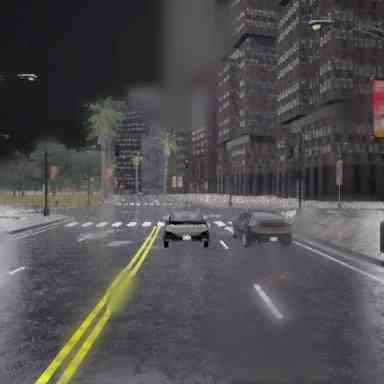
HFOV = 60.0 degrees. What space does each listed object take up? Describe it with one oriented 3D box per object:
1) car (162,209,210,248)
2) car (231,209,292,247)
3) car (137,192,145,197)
[{"bbox_3d":[-0.284,1.491,14.740,2.128,1.511,4.902,0,0,-2],"label":"car"},{"bbox_3d":[2.964,1.512,14.862,1.837,1.490,4.892,0,0,-2],"label":"car"},{"bbox_3d":[-14.091,0.743,91.867,2.033,1.411,5.357,0,1,-13],"label":"car"}]
